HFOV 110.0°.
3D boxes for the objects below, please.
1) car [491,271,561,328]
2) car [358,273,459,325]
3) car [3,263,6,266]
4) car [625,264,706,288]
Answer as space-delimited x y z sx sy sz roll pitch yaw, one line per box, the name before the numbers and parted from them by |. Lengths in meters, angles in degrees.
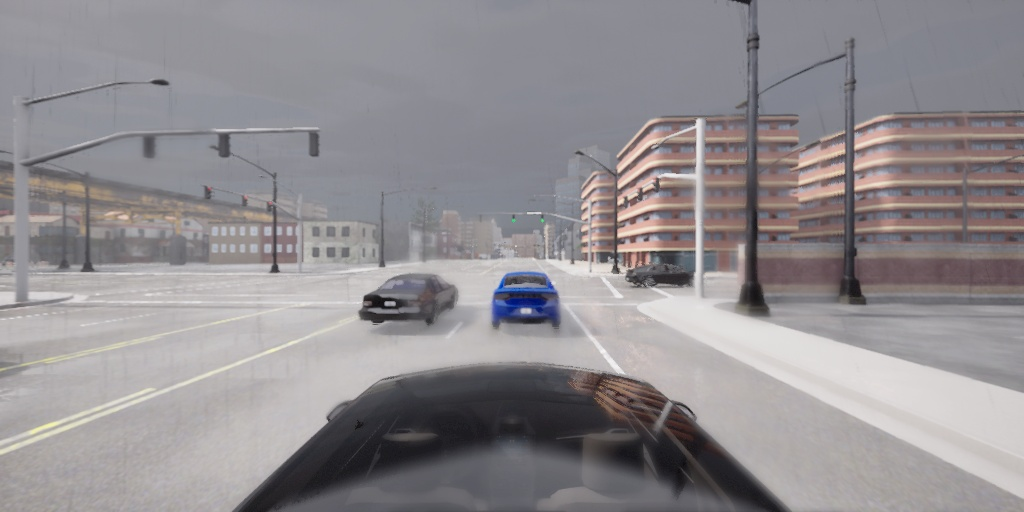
car | 0.429 1.218 11.423 1.882 1.535 5.008 0 0 2
car | -3.075 1.277 11.775 2.033 1.411 5.357 0 0 2
car | -10.478 1.065 4.352 2.097 1.767 4.553 0 0 2
car | 9.865 1.266 23.128 4.892 1.490 1.837 0 -2 -2
